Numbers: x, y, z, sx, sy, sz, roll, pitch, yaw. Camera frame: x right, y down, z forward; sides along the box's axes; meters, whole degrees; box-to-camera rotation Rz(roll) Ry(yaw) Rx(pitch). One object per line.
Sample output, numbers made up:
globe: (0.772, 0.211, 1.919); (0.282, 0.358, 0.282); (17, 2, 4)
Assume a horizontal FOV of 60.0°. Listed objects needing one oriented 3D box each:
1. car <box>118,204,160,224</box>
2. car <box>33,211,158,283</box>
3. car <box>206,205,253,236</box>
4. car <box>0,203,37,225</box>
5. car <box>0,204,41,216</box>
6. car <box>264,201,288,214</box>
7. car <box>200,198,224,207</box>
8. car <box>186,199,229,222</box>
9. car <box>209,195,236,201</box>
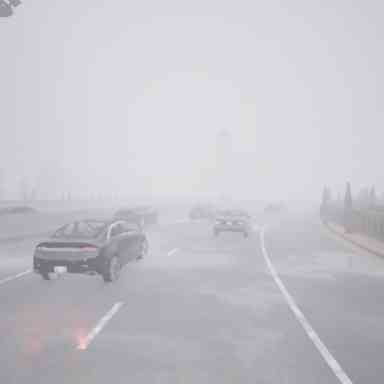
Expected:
car: (-3.712, 1.621, 23.108); (1.837, 1.490, 4.892); (0, 0, 14)
car: (-2.682, 1.535, 9.868); (2.128, 1.511, 4.902); (0, 0, 6)
car: (2.456, 1.641, 19.234); (2.033, 1.411, 5.357); (0, 0, 13)
car: (-14.203, 1.657, 25.213); (1.812, 1.442, 4.674); (0, 0, 15)
car: (-11.606, 1.608, 21.005); (1.837, 1.490, 4.892); (0, 0, 13)
car: (9.624, 1.710, 38.442); (1.812, 1.442, 4.674); (0, 0, 27)
car: (3.823, 1.874, 62.116); (2.128, 1.511, 4.902); (-1, -1, 38)
car: (1.256, 1.630, 27.533); (2.128, 1.511, 4.902); (0, 0, 18)
car: (5.676, 1.567, 58.781); (2.150, 2.045, 5.566); (-1, -1, 37)
